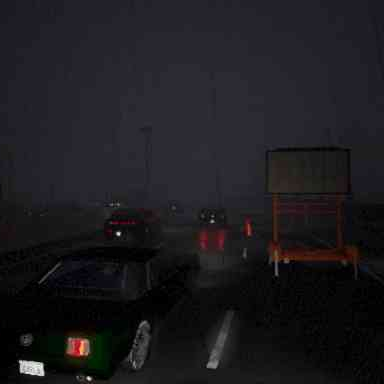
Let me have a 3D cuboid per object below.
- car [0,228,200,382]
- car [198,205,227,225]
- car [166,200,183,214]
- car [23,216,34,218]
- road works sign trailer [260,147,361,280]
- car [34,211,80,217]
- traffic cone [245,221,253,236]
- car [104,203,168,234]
[{"bbox_3d":[-1.186,1.602,5.721,1.895,1.301,4.718,0,0,14],"label":"car"},{"bbox_3d":[1.496,1.605,23.790,1.895,1.301,4.718,0,0,4],"label":"car"},{"bbox_3d":[-1.922,1.570,35.506,1.994,1.385,4.181,0,0,-2],"label":"car"},{"bbox_3d":[-12.519,1.570,27.771,1.994,1.385,4.181,0,0,2],"label":"car"},{"bbox_3d":[3.449,0.466,10.086,2.380,3.560,2.880,0,0,8],"label":"road works sign trailer"},{"bbox_3d":[-9.174,1.531,24.110,1.812,1.442,4.674,0,0,4],"label":"car"},{"bbox_3d":[2.974,1.958,17.227,0.340,0.580,0.340,0,0,8],"label":"traffic cone"},{"bbox_3d":[-2.752,1.508,16.572,1.837,1.490,4.892,0,0,9],"label":"car"}]
